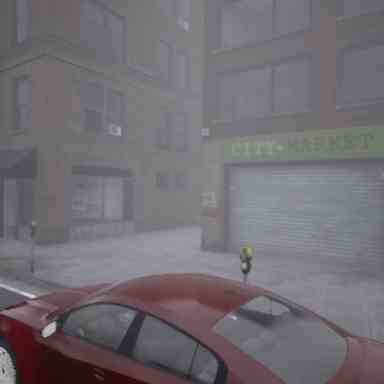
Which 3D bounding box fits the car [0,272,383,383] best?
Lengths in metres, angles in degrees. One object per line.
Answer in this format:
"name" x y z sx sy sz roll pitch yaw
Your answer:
"car" -0.295 1.512 3.288 4.507 1.381 1.887 1 1 35
